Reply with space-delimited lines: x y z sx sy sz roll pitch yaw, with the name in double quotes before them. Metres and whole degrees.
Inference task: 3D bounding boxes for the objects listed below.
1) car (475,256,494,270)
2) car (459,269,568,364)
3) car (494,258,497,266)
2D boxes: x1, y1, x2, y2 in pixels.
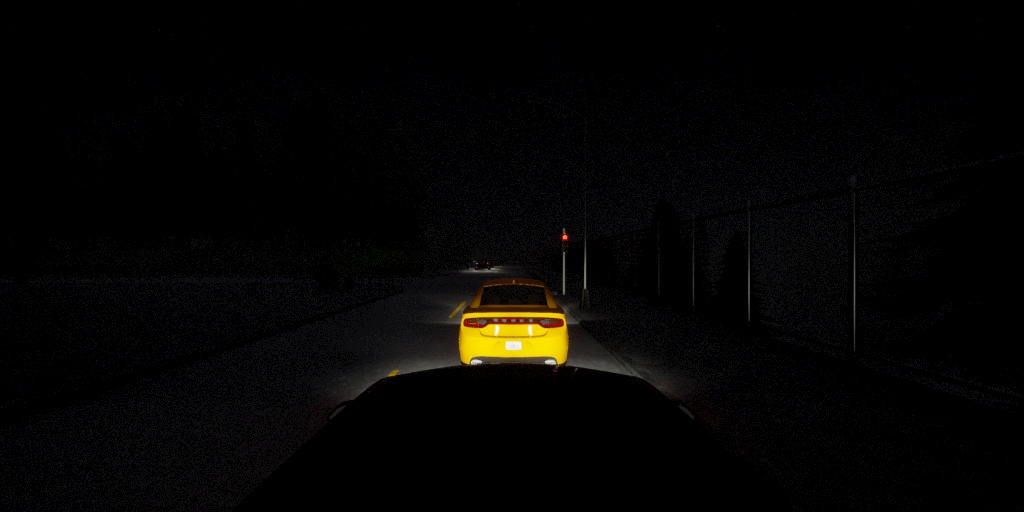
"car" -4.123 1.102 51.959 2.097 1.767 4.553 0 0 0
"car" 0.043 1.228 7.991 1.882 1.535 5.008 0 0 0
"car" -4.109 1.351 62.236 1.895 1.301 4.718 0 0 0
